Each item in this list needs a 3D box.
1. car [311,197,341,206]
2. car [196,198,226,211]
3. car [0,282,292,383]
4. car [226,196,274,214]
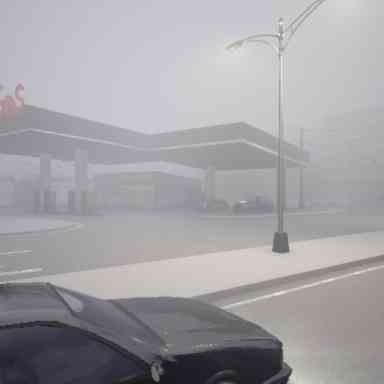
[{"bbox_3d":[21.518,1.525,53.617,1.812,1.442,4.674,0,0,-36],"label":"car"},{"bbox_3d":[2.359,1.455,38.403,3.806,1.475,1.970,0,0,-35],"label":"car"},{"bbox_3d":[-1.618,1.547,2.674,5.357,1.411,2.033,0,0,-34],"label":"car"},{"bbox_3d":[6.278,1.295,34.134,4.611,1.667,2.242,0,0,-35],"label":"car"}]
